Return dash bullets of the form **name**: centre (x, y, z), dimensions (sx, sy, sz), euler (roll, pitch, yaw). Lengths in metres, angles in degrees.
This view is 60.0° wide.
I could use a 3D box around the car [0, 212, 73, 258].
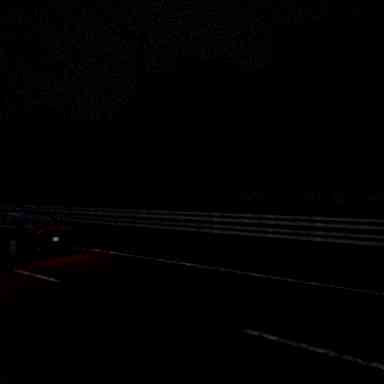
- **car**: centre (-6.747, 1.512, 13.062), dimensions (5.008, 1.535, 1.882), euler (-1, 0, 36)
